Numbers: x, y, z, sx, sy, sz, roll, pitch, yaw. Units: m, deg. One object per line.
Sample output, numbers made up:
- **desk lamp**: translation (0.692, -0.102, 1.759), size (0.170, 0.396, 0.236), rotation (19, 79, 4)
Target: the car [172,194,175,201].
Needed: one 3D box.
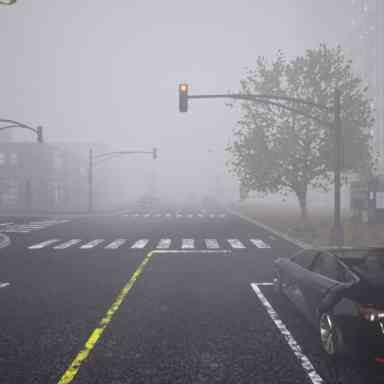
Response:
- **car**: translation (-5.822, 1.558, 82.594), size (2.008, 1.369, 4.403), rotation (0, 0, 0)

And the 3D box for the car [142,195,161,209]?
- **car**: translation (-5.757, 1.318, 43.737), size (2.192, 1.841, 5.009), rotation (0, 0, 0)

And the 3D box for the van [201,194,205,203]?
- **van**: translation (2.614, 1.345, 49.305), size (1.690, 1.788, 3.998), rotation (0, 0, 0)

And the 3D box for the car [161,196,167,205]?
- **car**: translation (-5.776, 1.555, 54.839), size (2.008, 1.369, 4.403), rotation (0, 0, 0)

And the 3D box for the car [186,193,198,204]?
- **car**: translation (-0.009, 1.228, 65.861), size (2.150, 2.045, 5.566), rotation (0, 0, 0)

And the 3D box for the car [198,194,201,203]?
- **car**: translation (2.595, 1.556, 60.407), size (2.008, 1.369, 4.403), rotation (0, 0, 0)

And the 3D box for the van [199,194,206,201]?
- **van**: translation (2.560, 1.349, 82.611), size (1.690, 1.788, 3.998), rotation (0, 0, 0)

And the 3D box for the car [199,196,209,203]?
- **car**: translation (2.577, 1.572, 71.509), size (1.947, 1.339, 4.313), rotation (0, 0, 0)

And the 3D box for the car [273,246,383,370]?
- **car**: translation (2.686, 1.566, 5.724), size (1.947, 1.339, 4.313), rotation (0, 0, 0)

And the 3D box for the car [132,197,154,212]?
- **car**: translation (-5.749, 1.584, 38.186), size (1.802, 1.307, 4.206), rotation (0, 0, 0)

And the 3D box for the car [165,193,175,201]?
- **car**: translation (-5.831, 1.324, 88.145), size (2.192, 1.841, 5.009), rotation (0, 0, 0)

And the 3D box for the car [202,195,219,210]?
- **car**: translation (2.622, 1.528, 43.923), size (1.752, 1.417, 4.829), rotation (0, 0, 0)

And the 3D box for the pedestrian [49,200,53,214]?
- **pedestrian**: translation (-12.798, 1.319, 30.178), size (0.375, 1.300, 0.375), rotation (0, -1, -1)

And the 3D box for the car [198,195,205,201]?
- **car**: translation (2.549, 1.534, 88.332), size (1.752, 1.417, 4.829), rotation (0, 0, 0)

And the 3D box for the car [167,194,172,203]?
- **car**: translation (-5.804, 1.532, 71.322), size (1.752, 1.417, 4.829), rotation (0, 0, 0)
